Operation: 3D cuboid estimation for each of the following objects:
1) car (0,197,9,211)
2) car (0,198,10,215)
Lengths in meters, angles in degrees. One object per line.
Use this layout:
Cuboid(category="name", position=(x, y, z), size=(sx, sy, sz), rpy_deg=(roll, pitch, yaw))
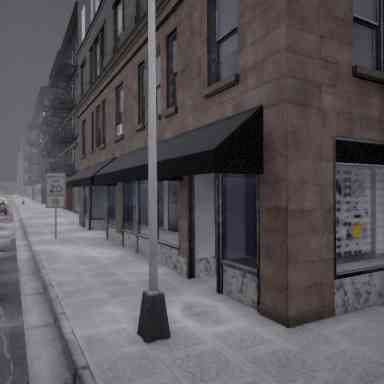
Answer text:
Cuboid(category="car", position=(-24.433, 1.493, 42.385), size=(1.882, 1.535, 5.008), rpy_deg=(0, 0, -28))
Cuboid(category="car", position=(-19.406, 1.508, 33.248), size=(2.128, 1.511, 4.902), rpy_deg=(0, 0, -28))
